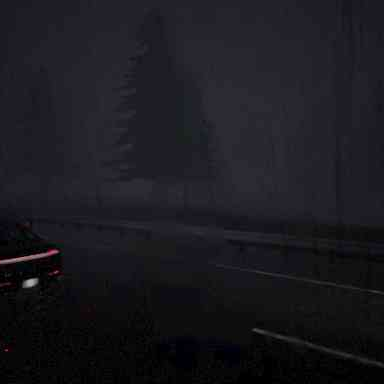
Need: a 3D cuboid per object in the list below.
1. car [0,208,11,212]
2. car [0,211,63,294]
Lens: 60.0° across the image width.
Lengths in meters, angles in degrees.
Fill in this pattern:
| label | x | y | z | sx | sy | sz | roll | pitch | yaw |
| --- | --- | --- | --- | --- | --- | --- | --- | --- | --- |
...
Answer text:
| label | x | y | z | sx | sy | sz | roll | pitch | yaw |
| --- | --- | --- | --- | --- | --- | --- | --- | --- | --- |
| car | -8.829 | 1.296 | 13.853 | 4.718 | 1.301 | 1.895 | 1 | 1 | 31 |
| car | -4.848 | 1.330 | 7.163 | 4.902 | 1.511 | 2.128 | 1 | 1 | 33 |
